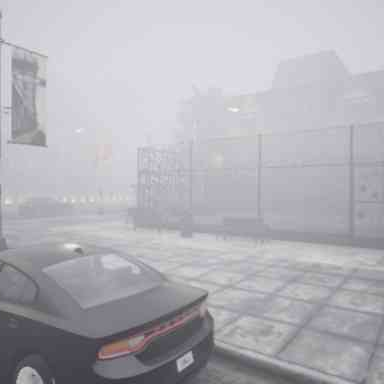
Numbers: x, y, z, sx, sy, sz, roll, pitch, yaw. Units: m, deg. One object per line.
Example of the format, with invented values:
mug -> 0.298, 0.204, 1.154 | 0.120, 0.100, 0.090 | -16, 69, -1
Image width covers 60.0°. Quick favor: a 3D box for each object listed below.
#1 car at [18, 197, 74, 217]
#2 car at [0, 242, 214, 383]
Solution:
car -> -12.952, 1.217, 29.808 | 2.097, 1.767, 4.553 | 0, 0, 34
car -> -2.088, 1.459, 4.623 | 5.008, 1.535, 2.097 | 0, 0, 35
